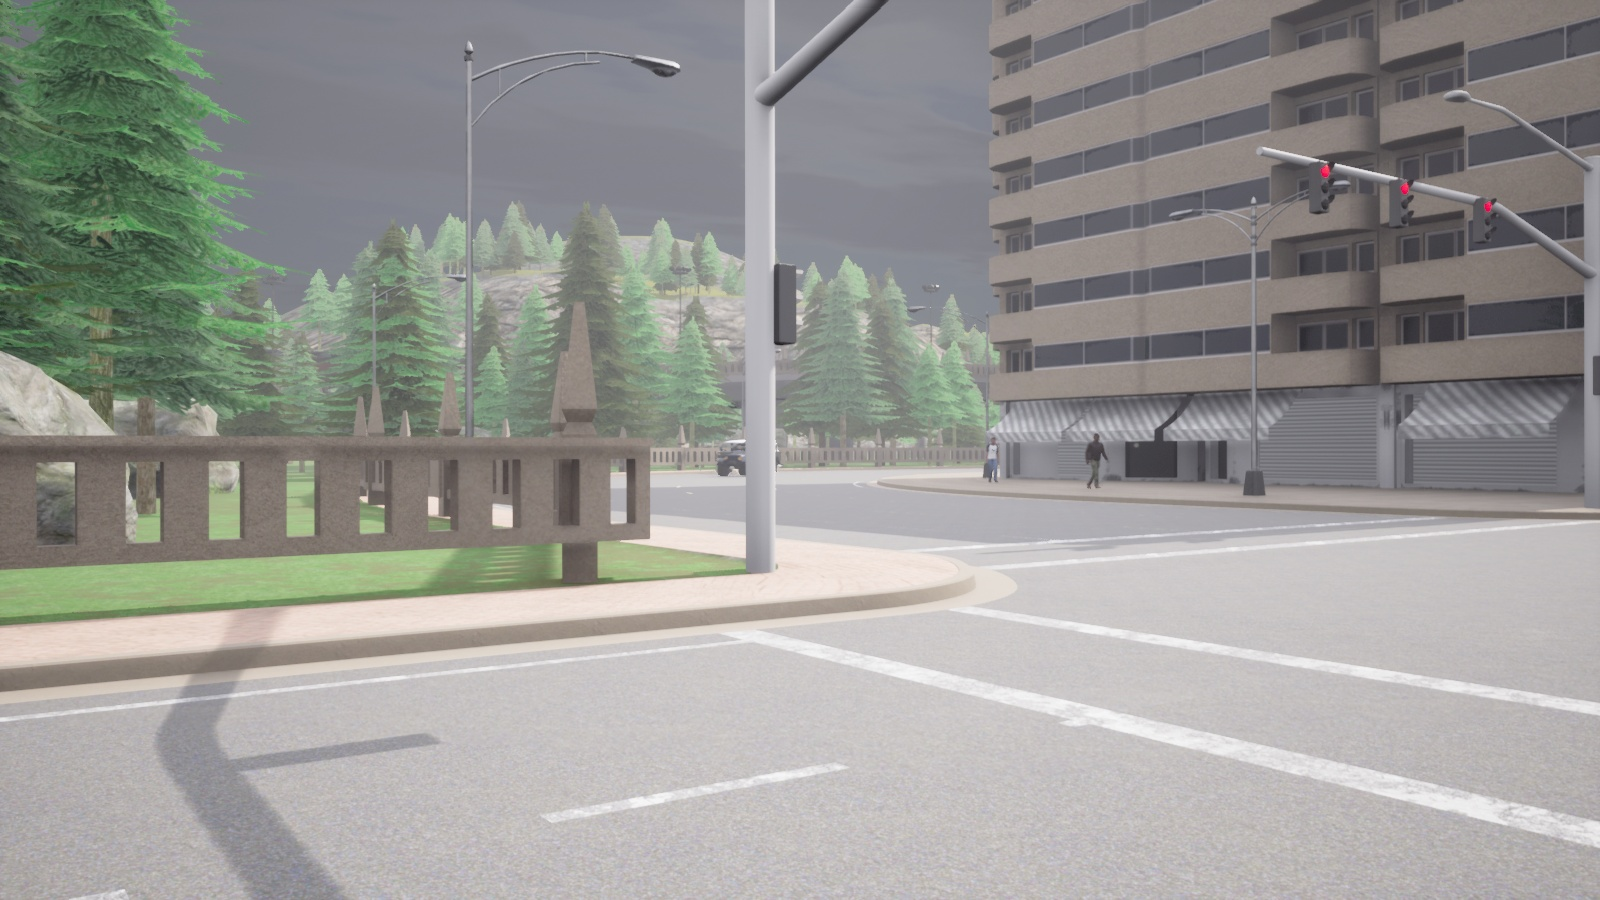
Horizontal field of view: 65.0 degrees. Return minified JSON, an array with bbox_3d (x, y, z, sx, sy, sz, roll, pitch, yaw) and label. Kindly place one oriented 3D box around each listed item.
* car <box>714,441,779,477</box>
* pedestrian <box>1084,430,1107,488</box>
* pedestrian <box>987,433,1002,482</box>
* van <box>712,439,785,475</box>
[{"bbox_3d":[-2.845,0.488,67.519,1.905,1.878,3.866,0,0,26],"label":"car"},{"bbox_3d":[9.342,0.279,39.721,0.431,1.840,0.703,0,0,-17],"label":"pedestrian"},{"bbox_3d":[7.413,0.289,47.934,0.354,1.836,0.706,0,0,-9],"label":"pedestrian"},{"bbox_3d":[-3.031,0.415,74.492,2.069,2.038,4.480,-1,0,34],"label":"van"}]
